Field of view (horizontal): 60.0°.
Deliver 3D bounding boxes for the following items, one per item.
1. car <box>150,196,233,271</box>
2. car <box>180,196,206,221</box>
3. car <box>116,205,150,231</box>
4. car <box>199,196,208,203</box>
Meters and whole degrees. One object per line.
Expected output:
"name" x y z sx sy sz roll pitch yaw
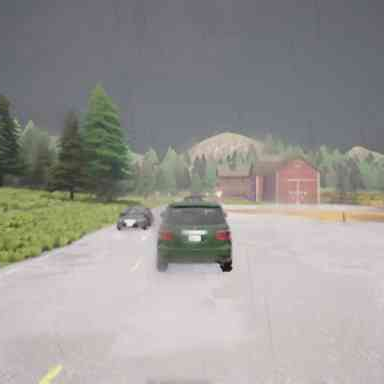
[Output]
"car" 0.079 1.296 11.288 2.150 2.045 5.566 0 0 0
"car" 0.094 1.418 31.052 2.150 2.045 5.566 0 0 0
"car" -3.599 1.629 21.697 2.128 1.511 4.902 0 0 0
"car" 2.971 2.007 87.565 1.816 1.474 4.193 -6 0 -2
